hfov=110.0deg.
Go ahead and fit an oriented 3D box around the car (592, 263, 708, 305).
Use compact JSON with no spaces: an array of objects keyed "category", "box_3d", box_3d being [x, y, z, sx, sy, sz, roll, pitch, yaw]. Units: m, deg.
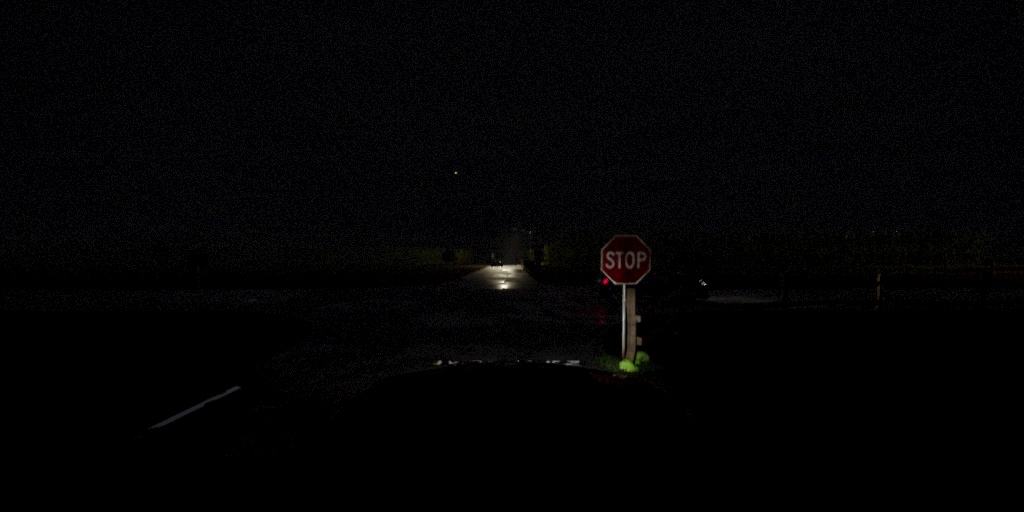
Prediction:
[{"category":"car","box_3d":[5.853,1.062,15.363,4.553,1.767,2.097,0,2,0]}]
